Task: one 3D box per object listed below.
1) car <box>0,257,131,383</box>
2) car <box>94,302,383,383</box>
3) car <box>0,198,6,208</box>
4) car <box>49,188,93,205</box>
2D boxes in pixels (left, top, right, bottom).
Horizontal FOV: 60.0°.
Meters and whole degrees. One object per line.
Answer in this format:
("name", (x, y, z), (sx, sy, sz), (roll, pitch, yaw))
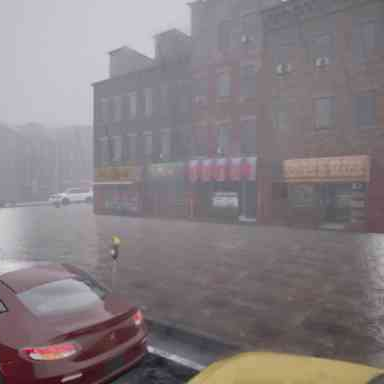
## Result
("car", (-2.462, 1.581, 4.563), (4.206, 1.307, 1.802), (0, 0, 36))
("car", (1.850, 1.526, 1.485), (4.829, 1.417, 1.752), (0, 0, 36))
("car", (-21.021, 1.086, 32.682), (1.837, 1.490, 4.892), (0, 2, 35))
("car", (-14.834, 0.527, 41.385), (2.150, 2.045, 5.566), (0, 2, 35))
